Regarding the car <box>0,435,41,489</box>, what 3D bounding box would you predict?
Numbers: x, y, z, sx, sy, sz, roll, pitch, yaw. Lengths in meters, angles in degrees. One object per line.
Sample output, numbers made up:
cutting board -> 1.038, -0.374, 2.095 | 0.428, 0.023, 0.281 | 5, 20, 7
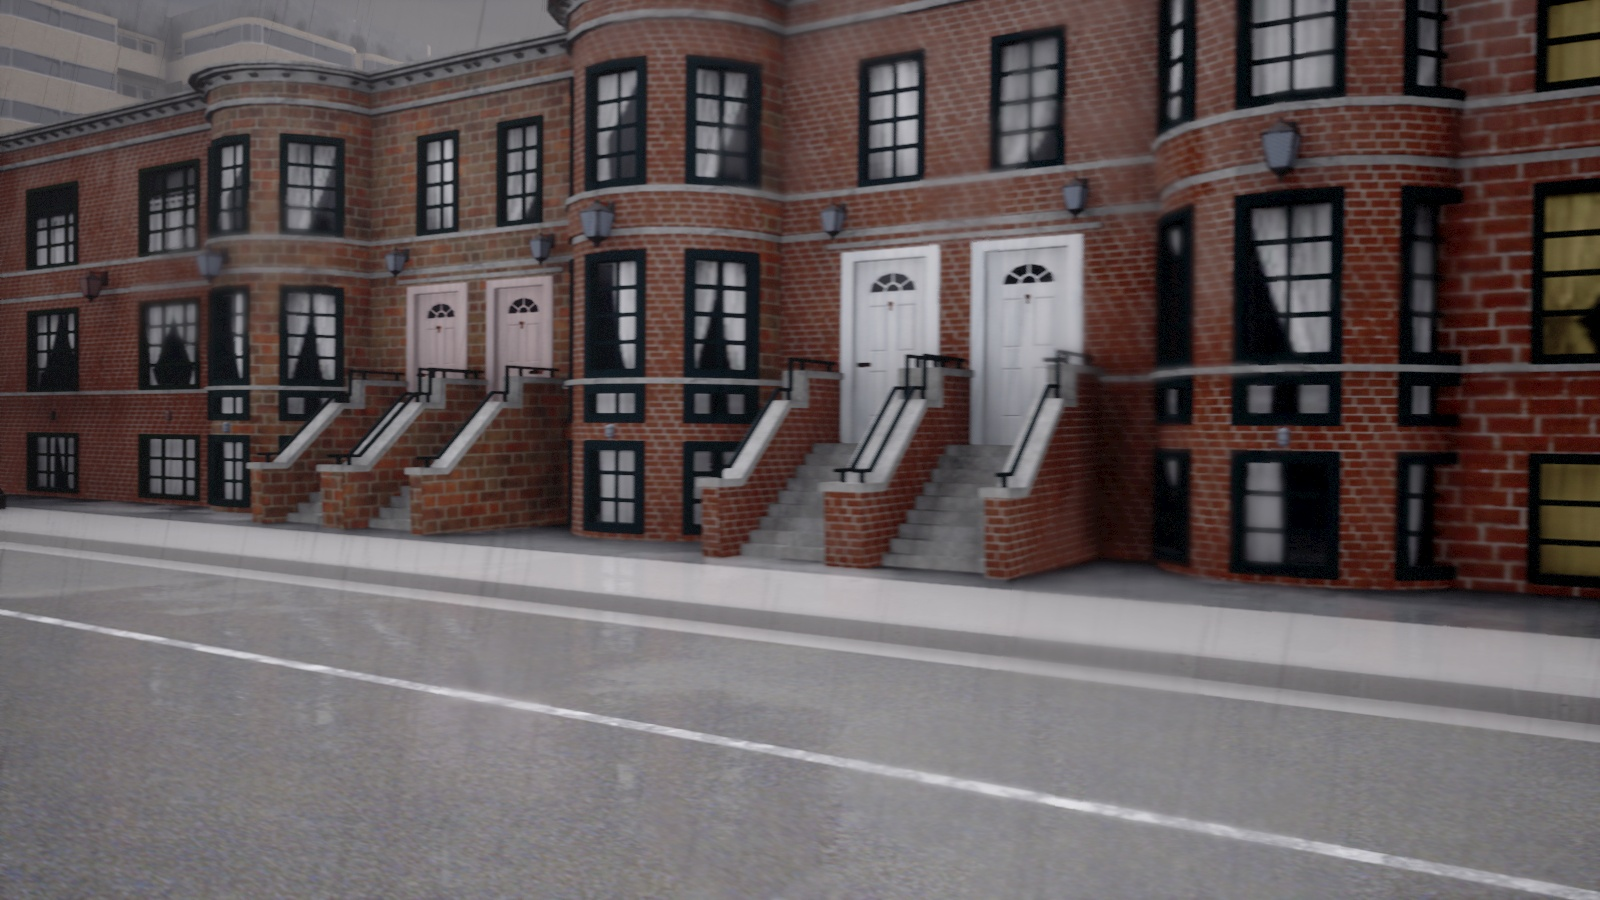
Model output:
car -> -25.851, 0.383, 37.687 | 2.033, 1.649, 4.856 | 0, 1, 33
